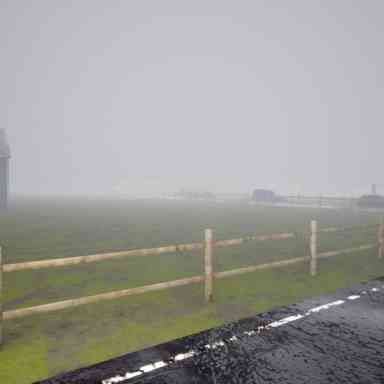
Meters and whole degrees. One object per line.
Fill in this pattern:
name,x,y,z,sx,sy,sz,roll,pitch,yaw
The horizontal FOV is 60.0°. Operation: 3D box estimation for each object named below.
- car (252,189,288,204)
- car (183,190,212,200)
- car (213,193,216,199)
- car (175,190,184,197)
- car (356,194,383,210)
car,11.084,0.641,47.537,2.150,2.045,5.566,0,2,-35
car,0.973,0.590,61.792,1.882,1.535,5.008,0,1,-35
car,2.751,0.597,65.460,1.837,1.490,4.892,0,1,-35
car,-1.814,0.362,71.802,1.837,1.490,4.892,0,1,-36
car,19.895,1.055,35.060,2.097,1.767,4.553,0,1,-34
